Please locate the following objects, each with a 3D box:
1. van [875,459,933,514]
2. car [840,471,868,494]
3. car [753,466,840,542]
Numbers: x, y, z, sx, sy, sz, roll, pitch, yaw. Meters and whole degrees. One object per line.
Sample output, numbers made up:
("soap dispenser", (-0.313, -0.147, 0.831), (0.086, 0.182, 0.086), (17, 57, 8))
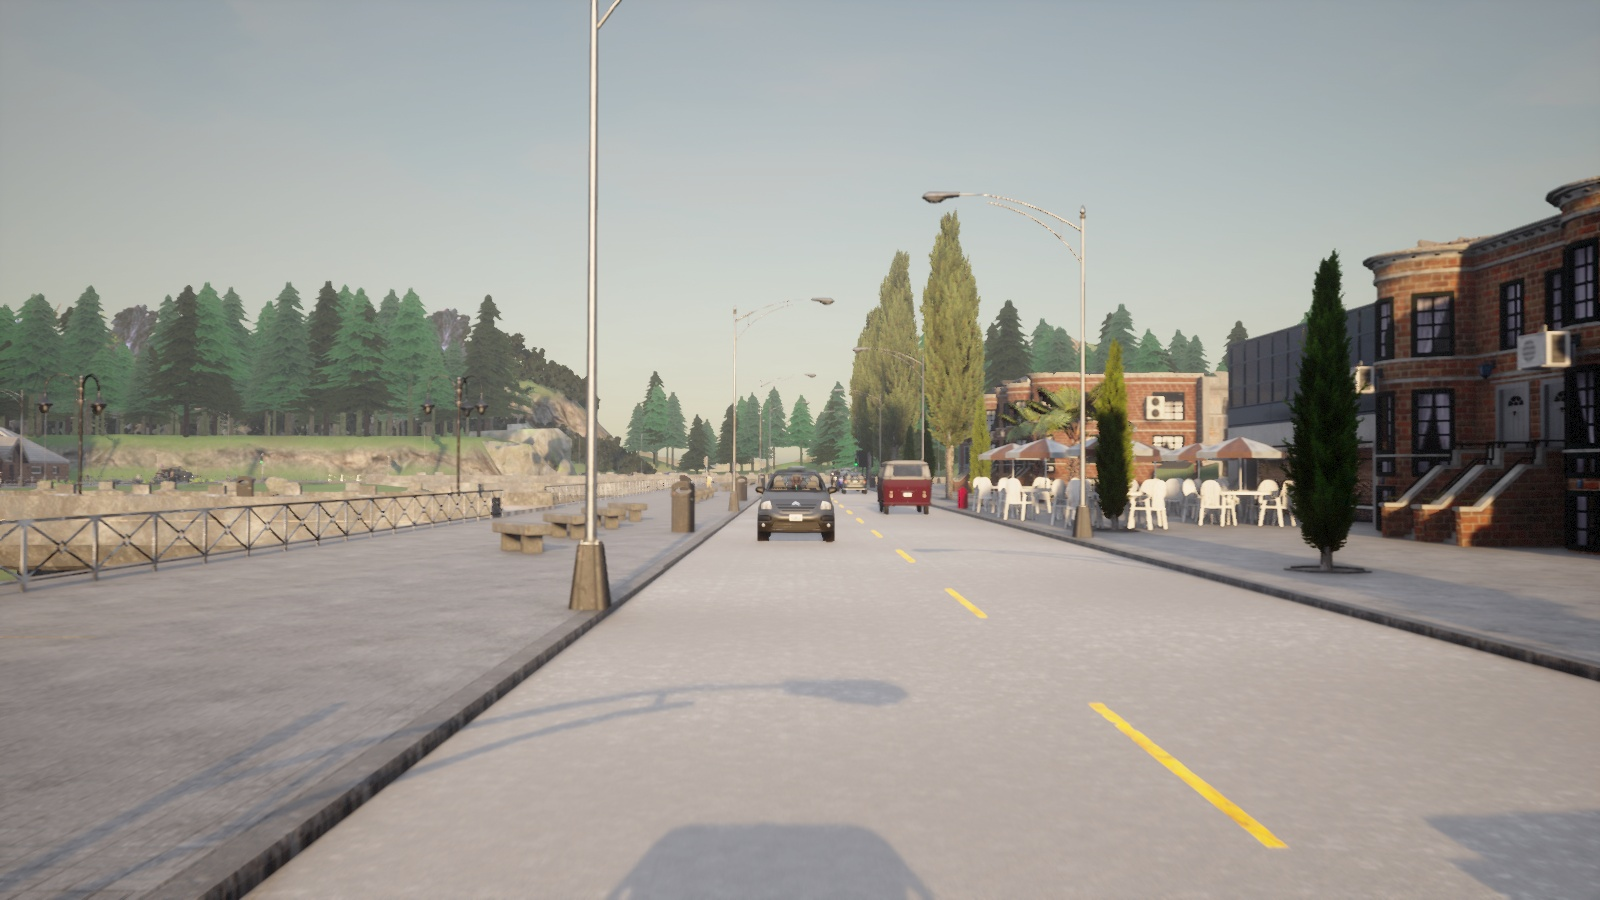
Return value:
("van", (3.875, 1.345, 47.347), (1.775, 1.987, 4.442), (0, -1, 0))
("car", (3.771, 2.249, 87.860), (1.789, 1.549, 3.705), (0, -1, 0))
("car", (-0.076, 1.197, 28.896), (1.851, 1.617, 3.988), (0, -1, 0))
